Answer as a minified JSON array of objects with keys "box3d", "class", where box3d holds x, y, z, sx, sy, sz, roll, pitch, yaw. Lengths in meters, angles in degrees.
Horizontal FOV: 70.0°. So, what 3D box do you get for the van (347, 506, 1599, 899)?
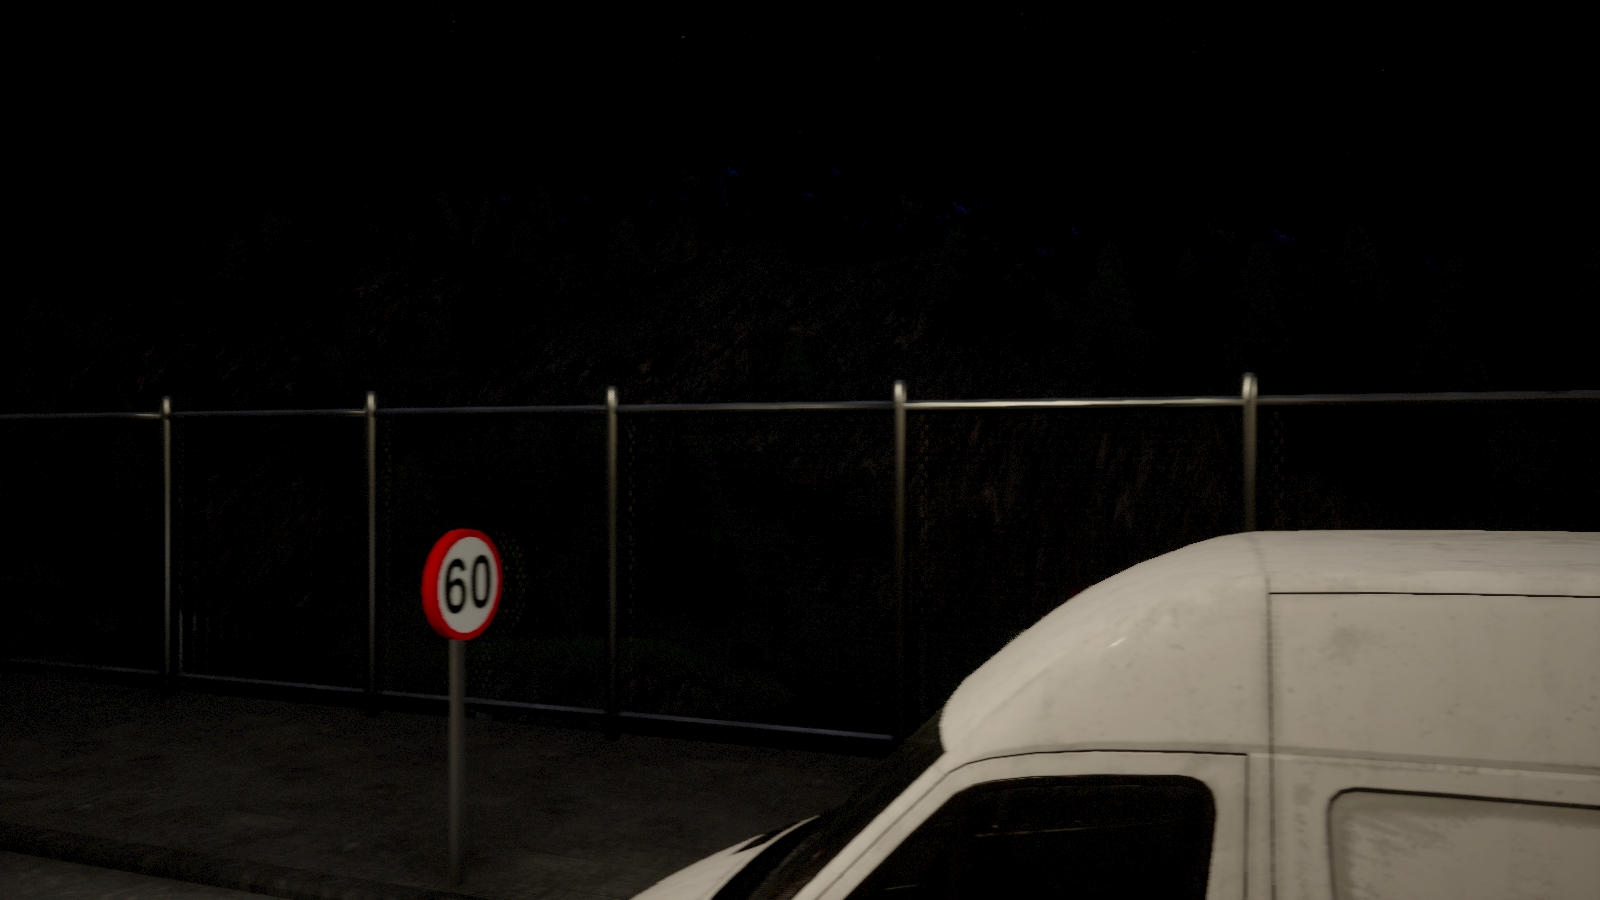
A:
[{"box3d":[1.835,1.535,3.161,5.915,2.561,1.988,0,0,20],"class":"van"}]
